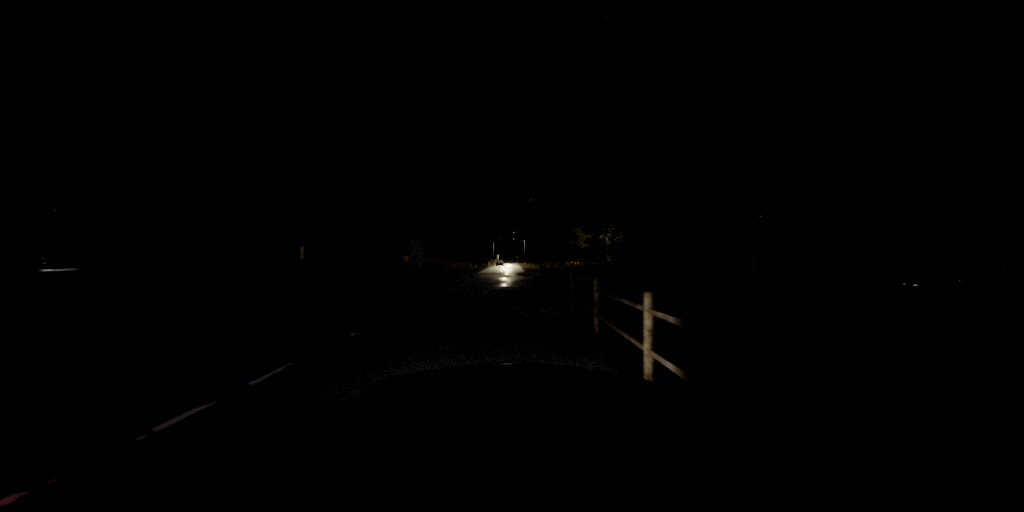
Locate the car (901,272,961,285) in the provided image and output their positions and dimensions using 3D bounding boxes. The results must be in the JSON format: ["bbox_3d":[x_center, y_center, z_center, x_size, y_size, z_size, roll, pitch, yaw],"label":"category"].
[{"bbox_3d":[49.118,2.632,42.009,5.357,1.411,2.033,2,1,0],"label":"car"}]

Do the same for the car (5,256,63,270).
[{"bbox_3d":[-51.542,0.700,38.686,4.674,1.442,1.812,1,1,0],"label":"car"}]
